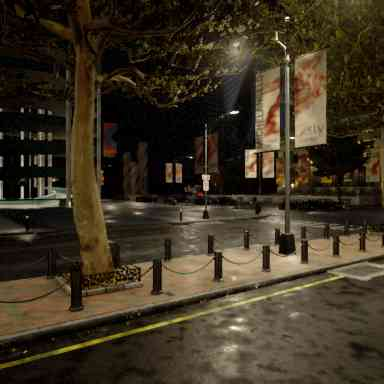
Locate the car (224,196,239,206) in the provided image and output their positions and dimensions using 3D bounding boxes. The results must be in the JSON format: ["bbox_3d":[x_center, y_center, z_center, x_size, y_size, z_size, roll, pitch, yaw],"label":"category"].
[{"bbox_3d":[5.408,1.505,53.711,1.837,1.490,4.892,0,0,-35],"label":"car"}]

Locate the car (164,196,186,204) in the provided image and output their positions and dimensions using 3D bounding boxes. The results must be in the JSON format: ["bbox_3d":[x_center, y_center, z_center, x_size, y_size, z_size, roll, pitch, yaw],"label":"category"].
[{"bbox_3d":[-3.453,1.546,65.873,2.033,1.411,5.357,0,0,-39],"label":"car"}]

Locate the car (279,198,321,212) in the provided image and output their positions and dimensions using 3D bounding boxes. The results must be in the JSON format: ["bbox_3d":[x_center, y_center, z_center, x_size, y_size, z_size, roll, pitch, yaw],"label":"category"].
[{"bbox_3d":[12.068,1.564,38.229,1.994,1.385,4.181,0,0,-35],"label":"car"}]

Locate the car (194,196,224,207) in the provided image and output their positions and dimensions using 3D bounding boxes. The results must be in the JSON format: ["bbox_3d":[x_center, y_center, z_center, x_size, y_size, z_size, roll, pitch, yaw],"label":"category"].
[{"bbox_3d":[2.279,1.352,52.060,2.097,1.767,4.553,0,0,-36],"label":"car"}]

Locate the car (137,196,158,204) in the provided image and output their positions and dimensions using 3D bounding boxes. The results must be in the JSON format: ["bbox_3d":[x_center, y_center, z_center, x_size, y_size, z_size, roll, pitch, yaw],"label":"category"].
[{"bbox_3d":[-8.845,1.477,66.056,5.008,1.535,1.882,0,0,42],"label":"car"}]

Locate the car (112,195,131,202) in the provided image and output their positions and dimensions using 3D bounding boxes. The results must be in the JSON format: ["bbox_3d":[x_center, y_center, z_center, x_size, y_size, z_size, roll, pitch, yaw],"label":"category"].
[{"bbox_3d":[-16.001,1.441,75.016,4.674,1.442,1.812,0,0,26],"label":"car"}]

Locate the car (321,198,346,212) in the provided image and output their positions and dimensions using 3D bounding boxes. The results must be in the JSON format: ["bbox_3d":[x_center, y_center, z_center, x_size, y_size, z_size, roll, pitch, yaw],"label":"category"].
[{"bbox_3d":[15.635,1.491,39.246,2.128,1.511,4.902,0,0,-35],"label":"car"}]
